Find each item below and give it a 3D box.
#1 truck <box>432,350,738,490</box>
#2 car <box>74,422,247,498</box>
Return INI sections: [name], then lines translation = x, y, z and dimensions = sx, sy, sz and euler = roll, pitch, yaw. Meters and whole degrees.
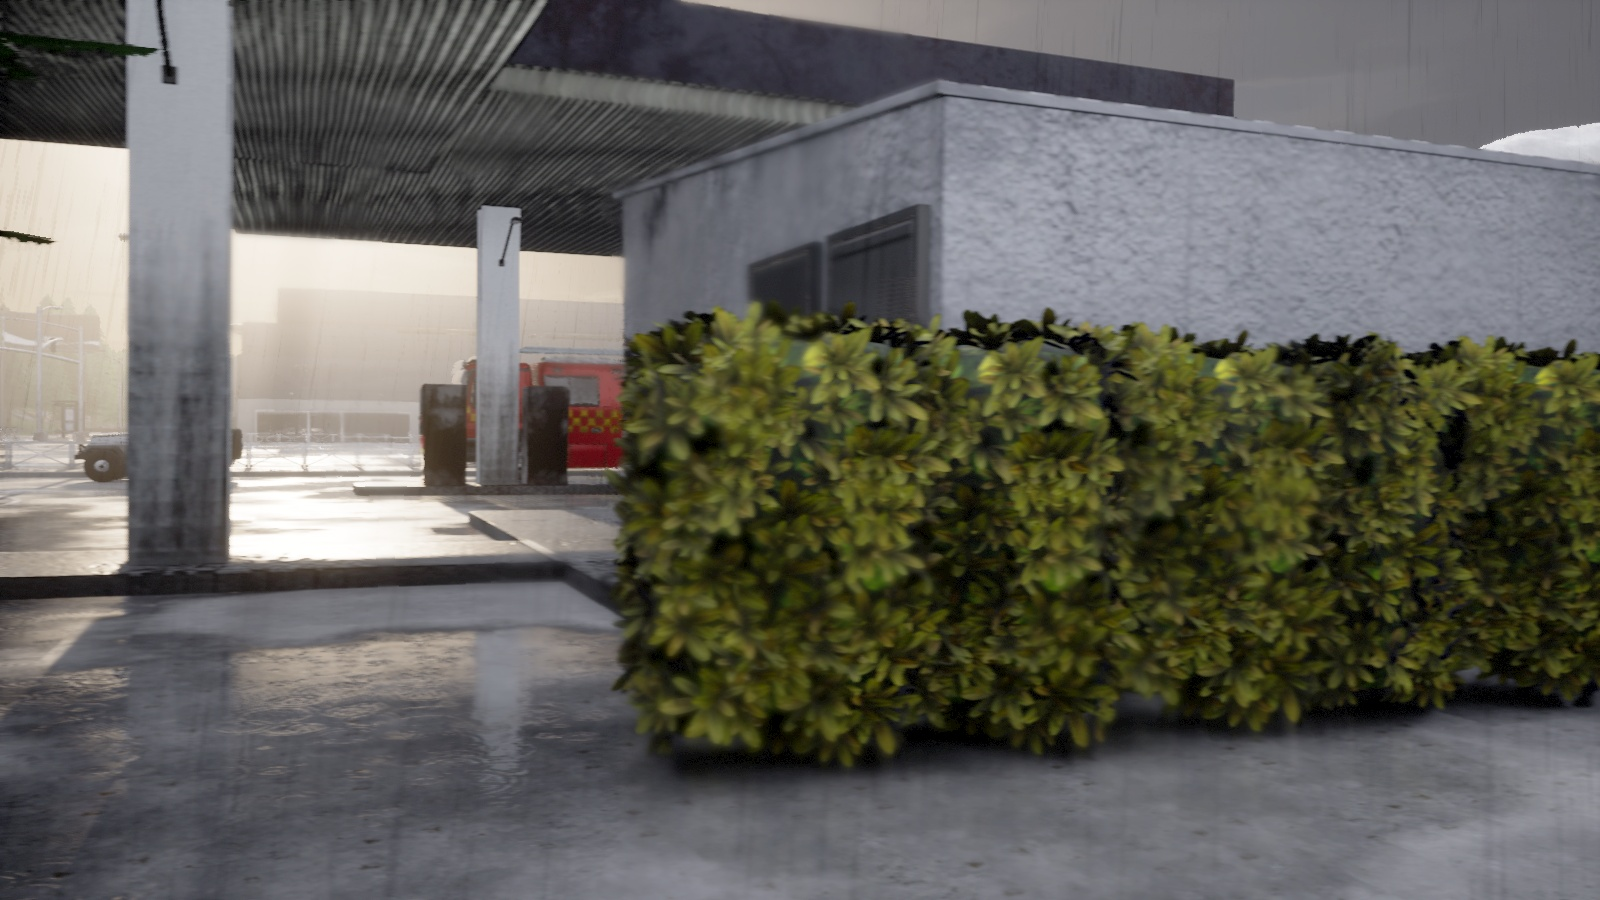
[truck]
translation = -6.333, -0.903, 37.188
dimensions = 8.468, 3.827, 2.891
euler = -1, 1, -21
[car]
translation = -16.788, 0.236, 33.177
dimensions = 3.866, 1.878, 1.905
euler = -1, 1, -21
